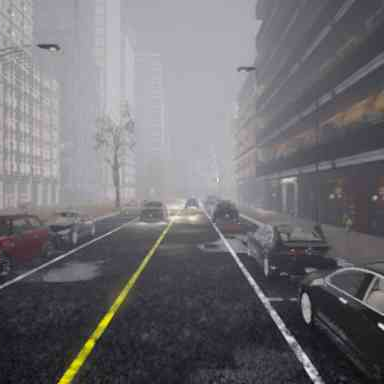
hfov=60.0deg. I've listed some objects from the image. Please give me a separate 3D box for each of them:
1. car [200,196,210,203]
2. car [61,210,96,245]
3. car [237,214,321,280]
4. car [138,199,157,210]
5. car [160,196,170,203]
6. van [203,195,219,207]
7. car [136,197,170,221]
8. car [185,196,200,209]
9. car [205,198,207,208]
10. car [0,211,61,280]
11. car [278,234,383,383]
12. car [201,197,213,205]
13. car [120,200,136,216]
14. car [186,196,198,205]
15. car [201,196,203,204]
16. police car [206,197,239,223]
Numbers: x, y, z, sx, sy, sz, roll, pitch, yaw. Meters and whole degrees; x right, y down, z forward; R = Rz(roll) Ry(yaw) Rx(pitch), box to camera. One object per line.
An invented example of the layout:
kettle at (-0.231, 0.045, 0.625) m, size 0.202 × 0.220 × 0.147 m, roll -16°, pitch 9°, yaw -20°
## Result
car at (2.697, 1.524, 70.554) m, size 2.008 × 1.369 × 4.403 m, roll 0°, pitch 0°, yaw 0°
car at (-5.689, 1.536, 15.228) m, size 2.008 × 1.369 × 4.403 m, roll 0°, pitch 0°, yaw 0°
car at (2.691, 1.541, 9.695) m, size 2.008 × 1.369 × 4.403 m, roll 0°, pitch 0°, yaw 0°
car at (-5.686, 1.555, 42.892) m, size 1.802 × 1.307 × 4.206 m, roll 0°, pitch 0°, yaw 0°
car at (-5.683, 1.518, 70.555) m, size 1.887 × 1.381 × 4.507 m, roll 0°, pitch 0°, yaw 0°
van at (2.694, 1.314, 42.890) m, size 1.690 × 1.788 × 3.998 m, roll 0°, pitch 0°, yaw 0°
car at (-3.094, 1.455, 27.403) m, size 1.882 × 1.535 × 5.008 m, roll 0°, pitch 0°, yaw 0°
car at (0.016, 1.498, 45.520) m, size 1.812 × 1.442 × 4.674 m, roll 0°, pitch 0°, yaw 1°
car at (2.693, 1.556, 37.358) m, size 1.802 × 1.307 × 4.206 m, roll 0°, pitch 0°, yaw 0°
car at (-5.689, 1.431, 9.696) m, size 1.967 × 1.590 × 4.097 m, roll 0°, pitch 0°, yaw 0°
car at (2.691, 1.547, 4.162) m, size 2.008 × 1.369 × 4.403 m, roll 0°, pitch 0°, yaw 0°
car at (2.696, 1.522, 59.488) m, size 2.008 × 1.369 × 4.403 m, roll 0°, pitch 0°, yaw 0°
car at (-5.687, 1.501, 31.656) m, size 1.752 × 1.417 × 4.829 m, roll 0°, pitch 0°, yaw 0°
car at (0.008, 1.463, 59.322) m, size 2.128 × 1.511 × 4.902 m, roll 0°, pitch 0°, yaw 0°
car at (2.694, 1.412, 48.423) m, size 1.967 × 1.590 × 4.097 m, roll 0°, pitch 0°, yaw 0°
police car at (2.369, 1.404, 25.071) m, size 1.930 × 1.638 × 5.238 m, roll 0°, pitch 0°, yaw 0°
